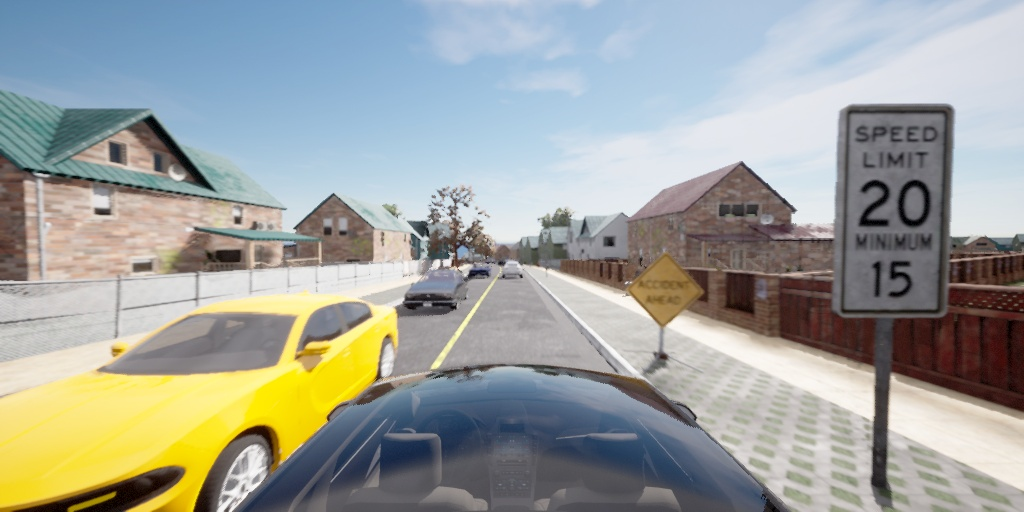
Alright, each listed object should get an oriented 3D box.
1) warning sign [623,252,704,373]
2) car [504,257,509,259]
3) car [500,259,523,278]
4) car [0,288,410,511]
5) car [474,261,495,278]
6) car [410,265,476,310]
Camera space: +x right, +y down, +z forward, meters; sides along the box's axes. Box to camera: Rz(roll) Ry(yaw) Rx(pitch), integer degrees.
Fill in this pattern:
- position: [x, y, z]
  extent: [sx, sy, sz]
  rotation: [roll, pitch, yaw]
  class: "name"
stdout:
- position: [2.513, 0.855, 6.074]
  extent: [1.300, 1.860, 1.060]
  rotation: [0, 0, 0]
  class: "warning sign"
- position: [-0.200, 1.332, 53.457]
  extent: [1.812, 1.442, 4.674]
  rotation: [0, 0, -2]
  class: "car"
- position: [0.054, 1.265, 34.238]
  extent: [1.812, 1.442, 4.674]
  rotation: [0, 0, 0]
  class: "car"
- position: [-2.835, 1.224, 4.130]
  extent: [1.882, 1.535, 5.008]
  rotation: [0, 0, -1]
  class: "car"
- position: [-2.854, 1.339, 33.044]
  extent: [1.895, 1.301, 4.718]
  rotation: [0, 0, 0]
  class: "car"
- position: [-2.870, 1.274, 14.807]
  extent: [2.033, 1.411, 5.357]
  rotation: [0, 0, 0]
  class: "car"
